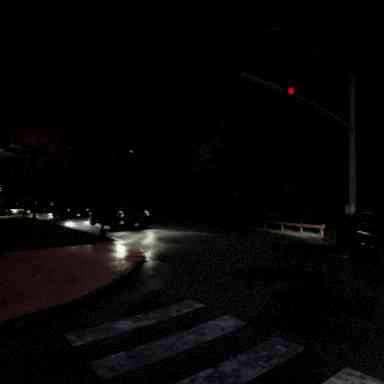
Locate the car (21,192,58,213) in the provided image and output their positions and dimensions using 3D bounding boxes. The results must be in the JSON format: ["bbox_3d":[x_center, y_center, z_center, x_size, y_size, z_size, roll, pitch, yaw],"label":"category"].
[{"bbox_3d":[-15.872,1.176,34.490,2.097,1.767,4.553,0,0,-38],"label":"car"}]

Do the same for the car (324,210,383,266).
[{"bbox_3d":[6.053,1.313,10.595,2.128,1.511,4.902,1,1,-7],"label":"car"}]

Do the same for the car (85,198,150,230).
[{"bbox_3d":[-4.309,1.167,19.555,2.097,1.767,4.553,0,0,-38],"label":"car"}]

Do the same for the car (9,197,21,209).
[{"bbox_3d":[-22.142,1.355,42.645,1.812,1.442,4.674,0,0,-37],"label":"car"}]

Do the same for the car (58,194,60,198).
[{"bbox_3d":[-19.685,1.035,45.428,2.150,2.045,5.566,0,0,-37],"label":"car"}]

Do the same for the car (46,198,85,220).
[{"bbox_3d":[-9.840,1.420,26.696,1.895,1.301,4.718,0,0,-38],"label":"car"}]

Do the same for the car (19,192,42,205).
[{"bbox_3d":[-26.191,1.040,53.834,2.150,2.045,5.566,0,0,-38],"label":"car"}]
